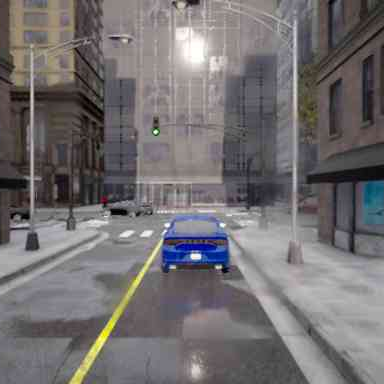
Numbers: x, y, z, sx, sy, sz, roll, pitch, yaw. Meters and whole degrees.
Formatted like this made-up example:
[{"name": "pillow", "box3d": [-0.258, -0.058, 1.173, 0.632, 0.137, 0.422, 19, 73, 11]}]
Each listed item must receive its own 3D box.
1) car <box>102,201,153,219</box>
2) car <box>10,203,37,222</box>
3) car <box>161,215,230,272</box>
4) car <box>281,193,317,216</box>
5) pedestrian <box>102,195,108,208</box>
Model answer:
[{"name": "car", "box3d": [-5.628, 1.487, 28.730, 4.902, 1.511, 2.128, 0, 0, 32]}, {"name": "car", "box3d": [-14.885, 1.555, 26.270, 5.008, 1.535, 1.882, 0, 0, 0]}, {"name": "car", "box3d": [0.098, 1.467, 10.818, 1.882, 1.535, 5.008, 0, 0, 0]}, {"name": "car", "box3d": [10.348, 1.217, 29.825, 4.553, 1.767, 2.097, 0, 0, 0]}, {"name": "pedestrian", "box3d": [-9.706, 1.131, 37.150, 0.375, 1.860, 0.375, 0, 1, 0]}]
